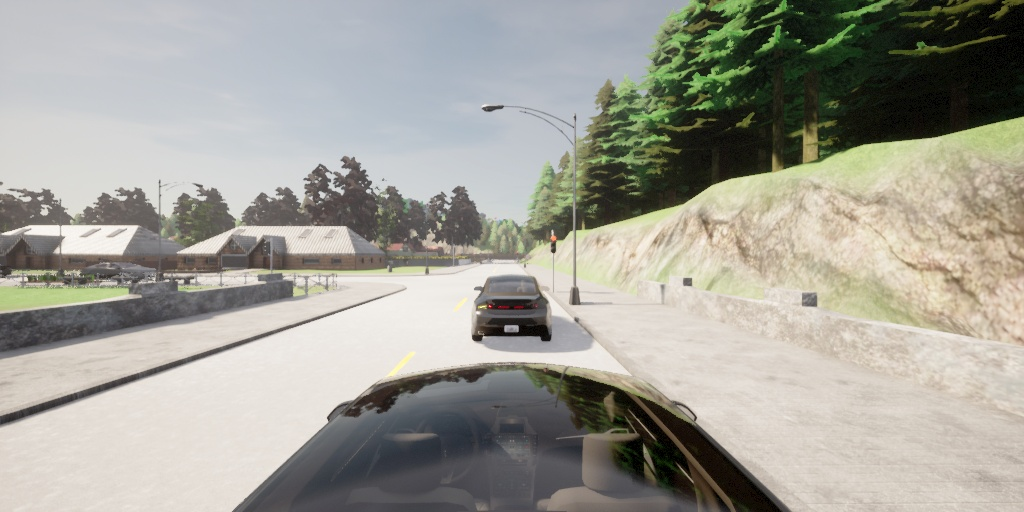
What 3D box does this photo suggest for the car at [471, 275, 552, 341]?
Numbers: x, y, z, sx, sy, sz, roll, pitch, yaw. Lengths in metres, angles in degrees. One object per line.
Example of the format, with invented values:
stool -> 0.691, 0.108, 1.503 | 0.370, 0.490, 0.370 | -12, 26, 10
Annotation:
car -> -0.010, 1.254, 9.813 | 1.837, 1.490, 4.892 | 0, 0, 0

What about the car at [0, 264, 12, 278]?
car -> -48.134, 1.225, 32.066 | 5.008, 1.535, 1.882 | 0, 0, 0

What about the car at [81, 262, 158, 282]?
car -> -30.563, 1.239, 28.076 | 4.902, 1.511, 2.128 | 0, 0, 0
